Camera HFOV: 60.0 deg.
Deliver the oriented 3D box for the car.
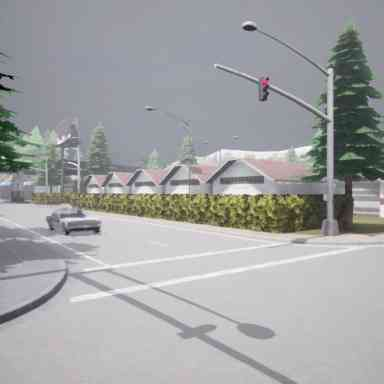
[{"bbox_3d":[-6.719,1.606,18.681,1.895,1.301,4.718,0,0,-37],"label":"car"}]
